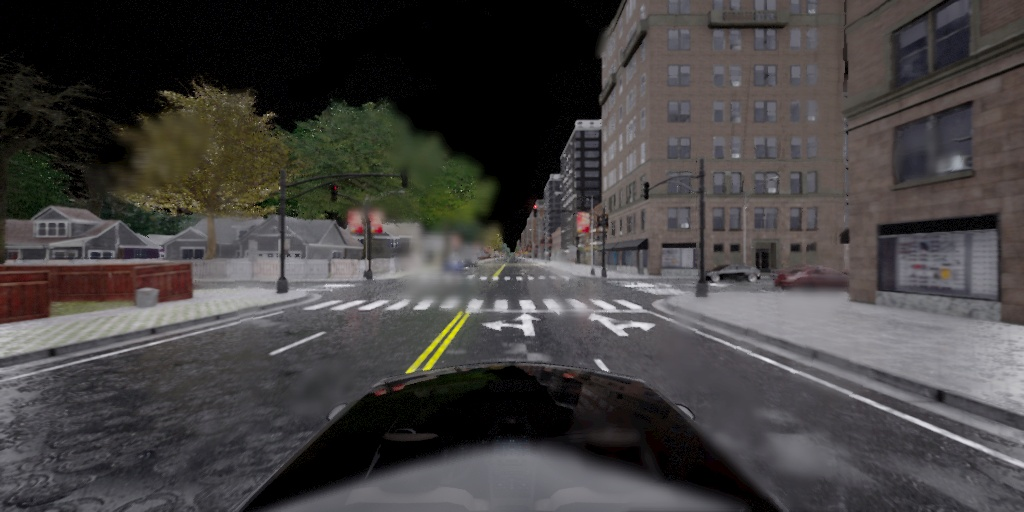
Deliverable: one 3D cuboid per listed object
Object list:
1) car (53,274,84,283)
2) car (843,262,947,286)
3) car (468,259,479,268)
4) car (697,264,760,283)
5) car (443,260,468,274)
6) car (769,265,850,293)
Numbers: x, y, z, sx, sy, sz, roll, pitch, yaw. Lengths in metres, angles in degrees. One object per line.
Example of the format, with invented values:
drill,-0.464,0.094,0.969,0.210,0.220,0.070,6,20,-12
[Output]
car,-27.766,1.298,21.358,5.357,1.411,2.033,0,0,0
car,26.147,1.206,24.612,4.902,1.511,2.128,0,0,0
car,-6.496,1.230,59.140,2.033,1.411,5.357,0,0,0
car,16.380,1.295,27.147,4.313,1.339,1.948,0,0,0
car,-6.495,1.219,40.358,1.882,1.535,5.008,0,1,0
car,16.385,1.275,19.121,4.207,1.307,1.802,0,0,0
